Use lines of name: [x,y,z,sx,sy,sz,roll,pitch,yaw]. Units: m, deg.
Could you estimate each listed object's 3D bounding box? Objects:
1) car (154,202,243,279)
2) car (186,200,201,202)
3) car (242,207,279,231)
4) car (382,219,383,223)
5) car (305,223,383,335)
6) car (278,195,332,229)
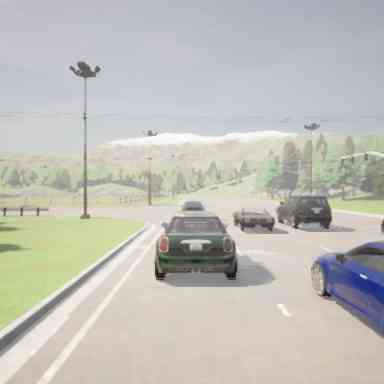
car: [0.097,1.339,10.161,2.097,1.767,4.553,0,0,0]
car: [0.098,1.469,27.690,1.837,1.490,4.892,0,1,0]
car: [3.596,1.573,20.234,1.895,1.301,4.718,0,0,0]
car: [10.597,1.331,14.939,2.097,1.767,4.553,0,0,0]
car: [3.595,1.518,5.565,1.812,1.442,4.674,0,0,0]
car: [7.098,1.194,21.564,2.150,2.045,5.566,0,0,0]
